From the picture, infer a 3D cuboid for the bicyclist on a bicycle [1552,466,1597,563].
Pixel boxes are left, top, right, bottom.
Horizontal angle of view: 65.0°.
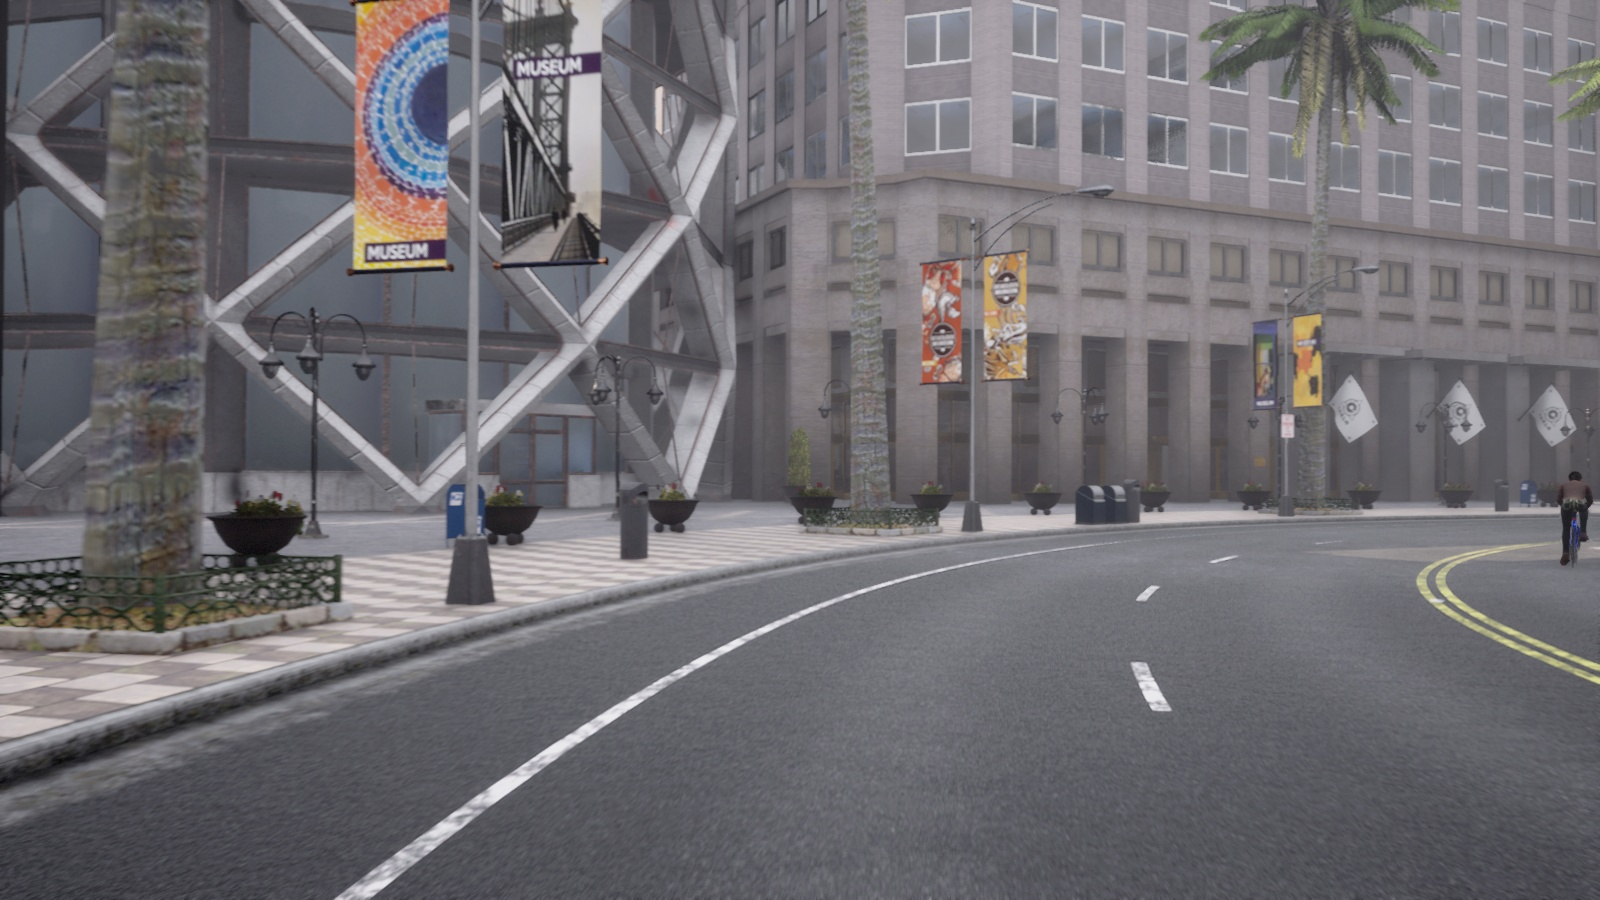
[{"bbox_3d":[13.433,1.089,21.763,0.582,1.620,1.656,0,-1,34],"label":"bicyclist on a bicycle"}]
